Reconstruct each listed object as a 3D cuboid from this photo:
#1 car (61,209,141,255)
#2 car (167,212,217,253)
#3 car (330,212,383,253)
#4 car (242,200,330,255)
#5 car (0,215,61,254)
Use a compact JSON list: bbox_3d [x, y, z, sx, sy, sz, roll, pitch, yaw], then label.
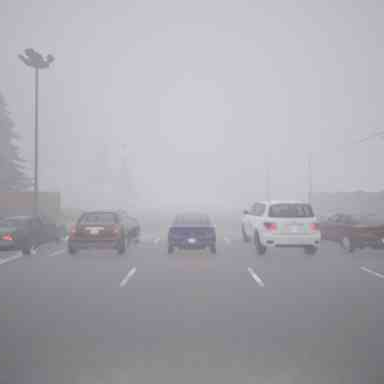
[{"bbox_3d":[-3.501,1.481,14.081,2.097,1.767,4.553,0,-1,0],"label":"car"},{"bbox_3d":[0.003,1.612,14.467,1.882,1.535,5.008,0,0,0],"label":"car"},{"bbox_3d":[7.002,1.612,14.475,1.882,1.535,5.008,0,0,0],"label":"car"},{"bbox_3d":[3.498,1.347,14.026,2.150,2.045,5.566,0,0,0],"label":"car"},{"bbox_3d":[-7.003,1.677,13.983,2.033,1.411,5.357,0,0,0],"label":"car"}]
